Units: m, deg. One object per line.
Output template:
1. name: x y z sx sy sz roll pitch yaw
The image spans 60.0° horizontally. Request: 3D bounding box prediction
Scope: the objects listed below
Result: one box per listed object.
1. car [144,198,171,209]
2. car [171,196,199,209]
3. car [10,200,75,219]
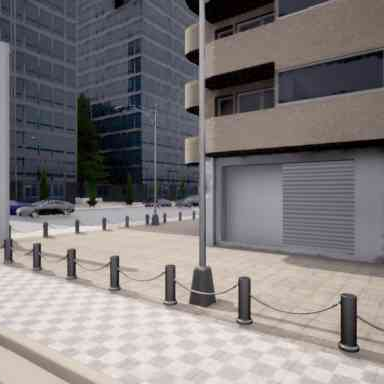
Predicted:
1. car: -4.595 1.508 45.228 1.994 1.385 4.181 0 0 36
2. car: -0.277 1.296 45.221 2.097 1.767 4.553 0 0 36
3. car: -12.416 1.433 28.420 2.128 1.511 4.902 0 0 36
